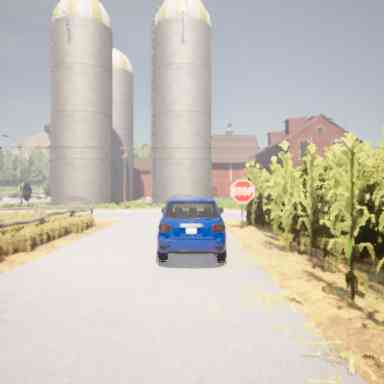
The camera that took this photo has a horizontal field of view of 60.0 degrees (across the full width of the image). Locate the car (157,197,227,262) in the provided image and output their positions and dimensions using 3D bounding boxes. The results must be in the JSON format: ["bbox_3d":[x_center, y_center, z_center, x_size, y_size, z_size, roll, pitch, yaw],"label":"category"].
[{"bbox_3d":[0.024,1.185,12.121,2.150,2.045,5.566,0,0,1],"label":"car"}]

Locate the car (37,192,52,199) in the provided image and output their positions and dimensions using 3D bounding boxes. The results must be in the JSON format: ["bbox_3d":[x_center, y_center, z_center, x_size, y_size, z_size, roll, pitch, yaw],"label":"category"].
[{"bbox_3d":[-37.235,0.896,84.182,3.866,1.878,1.905,0,0,0],"label":"car"}]
